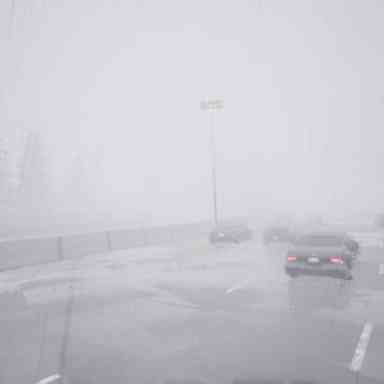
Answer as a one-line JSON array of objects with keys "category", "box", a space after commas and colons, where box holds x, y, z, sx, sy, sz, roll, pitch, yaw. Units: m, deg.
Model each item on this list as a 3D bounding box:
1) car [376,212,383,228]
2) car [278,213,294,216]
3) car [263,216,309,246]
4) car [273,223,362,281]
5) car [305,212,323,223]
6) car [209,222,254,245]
[{"category": "car", "box": [19.080, 2.650, 32.275, 1.812, 1.442, 4.674, -3, -3, 22]}, {"category": "car", "box": [11.950, 3.402, 42.578, 1.882, 1.535, 5.008, -3, -3, 20]}, {"category": "car", "box": [5.723, 2.466, 20.539, 1.812, 1.442, 4.674, -3, -3, 28]}, {"category": "car", "box": [4.679, 2.034, 11.502, 2.033, 1.411, 5.357, -4, -4, 30]}, {"category": "car", "box": [14.716, 3.172, 40.063, 1.882, 1.535, 5.008, -3, -3, 20]}, {"category": "car", "box": [2.764, 2.710, 22.487, 1.994, 1.385, 4.181, -3, -3, 28]}]
